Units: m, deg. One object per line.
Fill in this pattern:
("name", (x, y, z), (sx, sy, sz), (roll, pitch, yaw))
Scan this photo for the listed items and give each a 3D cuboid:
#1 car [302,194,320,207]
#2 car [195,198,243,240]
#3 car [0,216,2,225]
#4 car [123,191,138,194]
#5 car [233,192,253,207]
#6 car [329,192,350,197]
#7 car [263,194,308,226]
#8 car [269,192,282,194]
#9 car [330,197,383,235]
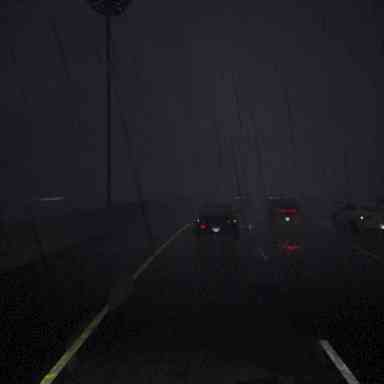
("car", (12.603, 0.910, 35.919), (1.895, 1.301, 4.718), (0, 1, 16))
("car", (1.217, 1.231, 15.194), (1.812, 1.442, 4.674), (0, 1, 7))
("car", (-9.752, 1.235, 13.102), (2.128, 1.511, 4.902), (0, 1, 6))
("car", (-10.633, 0.177, 55.200), (2.128, 1.511, 4.902), (0, 1, 21))
("car", (5.668, 0.778, 37.008), (2.128, 1.511, 4.902), (0, 1, 16))
("car", (17.053, 0.740, 38.408), (1.882, 1.535, 5.008), (0, 1, 18))
("car", (5.436, 1.119, 19.966), (1.837, 1.490, 4.892), (0, 1, 9))
("car", (9.364, 0.775, 37.173), (2.128, 1.511, 4.902), (0, 1, 16))
("car", (8.425, 1.209, 16.435), (1.812, 1.442, 4.674), (0, 1, 7))
